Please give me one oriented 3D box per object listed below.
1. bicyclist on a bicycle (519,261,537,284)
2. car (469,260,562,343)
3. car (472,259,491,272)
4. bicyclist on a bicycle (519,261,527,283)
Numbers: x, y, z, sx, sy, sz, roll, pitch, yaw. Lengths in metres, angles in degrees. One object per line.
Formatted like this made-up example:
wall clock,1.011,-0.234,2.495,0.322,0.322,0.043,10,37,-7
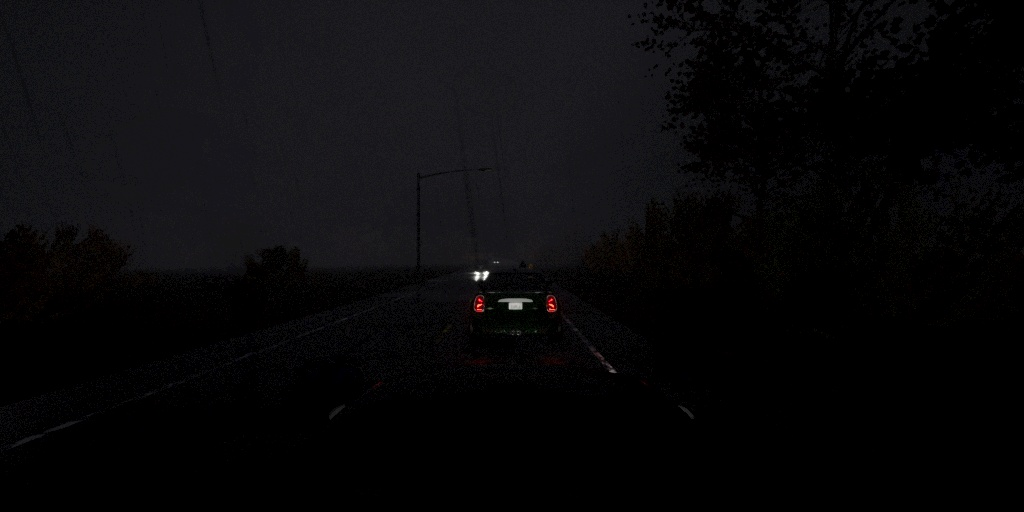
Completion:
bicyclist on a bicycle,0.893,1.181,17.207,0.866,1.612,1.509,0,0,0
car,0.067,1.099,9.862,2.097,1.767,4.553,0,0,0
car,-3.940,1.229,47.273,2.128,1.511,4.902,0,0,-1
bicyclist on a bicycle,0.824,1.193,27.323,0.582,1.620,1.656,0,0,0
